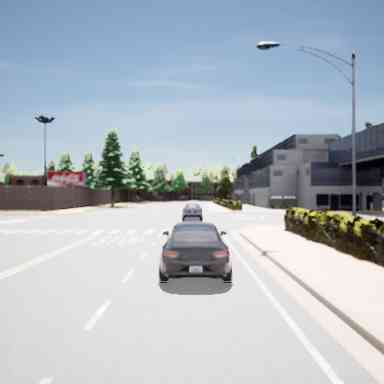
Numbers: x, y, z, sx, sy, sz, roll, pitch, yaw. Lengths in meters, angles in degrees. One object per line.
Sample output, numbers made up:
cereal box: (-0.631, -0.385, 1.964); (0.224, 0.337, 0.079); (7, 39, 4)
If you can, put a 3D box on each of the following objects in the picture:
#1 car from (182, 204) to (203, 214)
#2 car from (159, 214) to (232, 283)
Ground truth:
car: (0.044, 1.803, 31.084); (2.033, 1.411, 5.357); (0, -1, 0)
car: (0.086, 1.607, 9.849); (1.812, 1.442, 4.674); (0, 0, 0)
